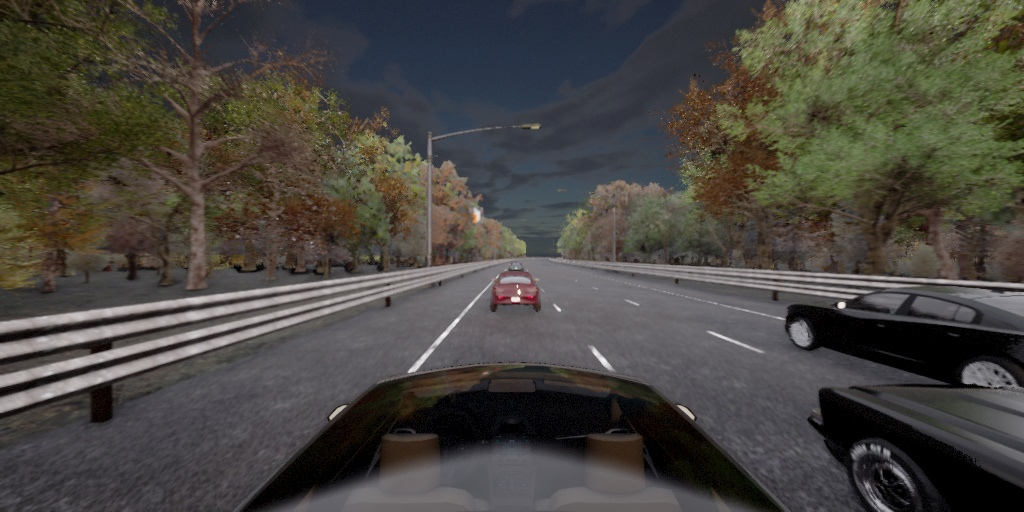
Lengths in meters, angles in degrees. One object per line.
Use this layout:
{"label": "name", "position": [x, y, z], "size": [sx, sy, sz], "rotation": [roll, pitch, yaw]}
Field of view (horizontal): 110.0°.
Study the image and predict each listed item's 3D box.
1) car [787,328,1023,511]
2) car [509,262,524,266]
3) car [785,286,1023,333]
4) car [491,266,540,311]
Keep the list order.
{"label": "car", "position": [3.599, 1.351, 1.065], "size": [1.895, 1.301, 4.718], "rotation": [0, 0, 0]}
{"label": "car", "position": [0.557, 1.477, 46.005], "size": [1.994, 1.385, 4.181], "rotation": [0, 0, 1]}
{"label": "car", "position": [7.107, 1.248, 6.069], "size": [1.882, 1.535, 5.008], "rotation": [0, 0, 0]}
{"label": "car", "position": [0.139, 1.324, 14.632], "size": [1.812, 1.442, 4.674], "rotation": [0, 0, 0]}
